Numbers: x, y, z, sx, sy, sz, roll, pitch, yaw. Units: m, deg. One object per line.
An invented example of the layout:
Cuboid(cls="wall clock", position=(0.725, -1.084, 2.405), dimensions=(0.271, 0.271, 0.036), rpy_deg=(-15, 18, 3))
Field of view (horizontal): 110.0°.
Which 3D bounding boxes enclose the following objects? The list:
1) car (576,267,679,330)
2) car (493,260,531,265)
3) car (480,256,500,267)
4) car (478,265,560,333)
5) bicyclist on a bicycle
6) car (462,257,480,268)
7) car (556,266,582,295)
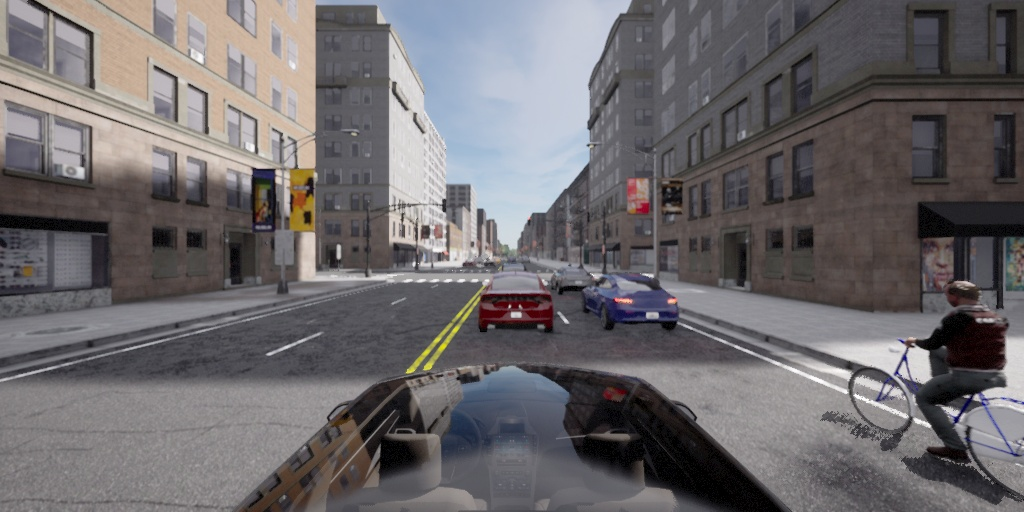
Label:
Cuboid(cls="car", position=(3.342, 1.238, 10.824), dimensions=(1.812, 1.442, 4.674), rpy_deg=(0, 0, 0))
Cuboid(cls="car", position=(0.091, 1.181, 20.168), dimensions=(1.837, 1.490, 4.892), rpy_deg=(0, 0, 0))
Cuboid(cls="car", position=(-3.371, 1.143, 55.747), dimensions=(1.895, 1.301, 4.718), rpy_deg=(0, 0, 0))
Cuboid(cls="car", position=(0.098, 1.191, 10.685), dimensions=(1.882, 1.535, 5.008), rpy_deg=(0, 0, 0))
Cuboid(cls="bicyclist on a bicycle", position=(4.145, 1.113, 3.498), dimensions=(0.659, 1.776, 1.843), rpy_deg=(0, 1, 0))
Cuboid(cls="car", position=(-6.619, 1.143, 55.742), dimensions=(1.895, 1.301, 4.718), rpy_deg=(0, 0, 0))
Cuboid(cls="car", position=(3.241, 1.243, 19.423), dimensions=(1.994, 1.385, 4.181), rpy_deg=(0, 0, 0))
